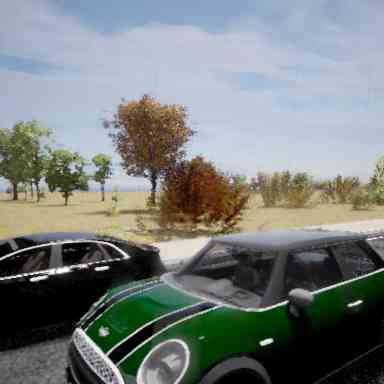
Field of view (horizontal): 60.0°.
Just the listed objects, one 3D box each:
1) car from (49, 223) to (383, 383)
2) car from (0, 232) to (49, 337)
[{"bbox_3d":[0.845,1.343,4.294,4.553,1.767,2.097,0,0,-36],"label":"car"},{"bbox_3d":[-2.750,1.503,5.720,4.892,1.490,1.837,0,0,-36],"label":"car"}]
